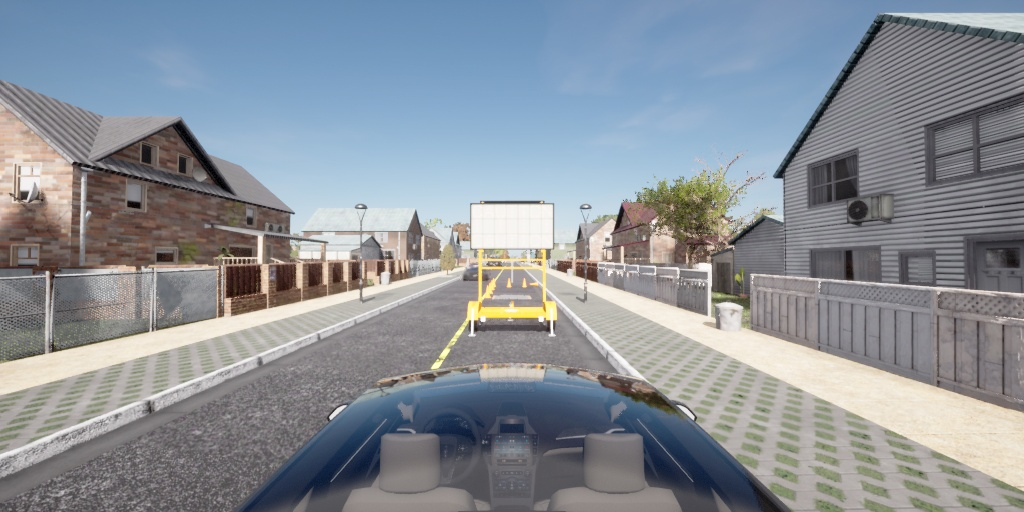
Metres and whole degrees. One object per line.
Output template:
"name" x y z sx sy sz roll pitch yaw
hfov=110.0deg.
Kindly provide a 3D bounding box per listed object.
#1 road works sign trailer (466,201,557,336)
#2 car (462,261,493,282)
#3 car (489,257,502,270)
"road works sign trailer" 0.007 0.220 10.362 2.380 3.560 2.880 0 0 0
"car" -2.871 1.354 29.551 1.994 1.385 4.181 0 0 0
"car" -2.794 1.104 57.079 2.150 2.045 5.566 0 0 0
